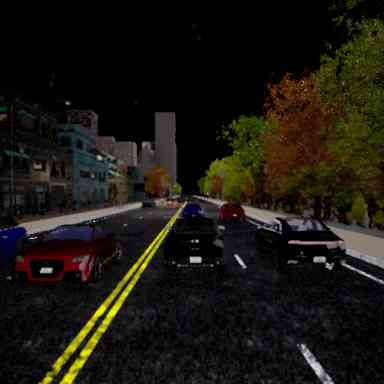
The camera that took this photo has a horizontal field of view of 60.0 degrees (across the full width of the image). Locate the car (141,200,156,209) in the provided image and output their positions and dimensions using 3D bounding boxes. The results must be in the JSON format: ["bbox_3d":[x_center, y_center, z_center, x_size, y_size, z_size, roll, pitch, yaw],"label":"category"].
[{"bbox_3d":[-6.605,1.896,51.541,2.033,1.411,5.357,0,0,0],"label":"car"}]

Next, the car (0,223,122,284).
[{"bbox_3d":[-3.358,1.630,9.674,1.994,1.385,4.181,0,0,0],"label":"car"}]

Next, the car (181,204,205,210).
[{"bbox_3d":[0.081,1.715,27.912,1.812,1.442,4.674,0,0,0],"label":"car"}]

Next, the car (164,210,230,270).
[{"bbox_3d":[0.092,1.582,11.306,1.837,1.490,4.892,0,0,0],"label":"car"}]

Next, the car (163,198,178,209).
[{"bbox_3d":[-3.358,1.709,52.593,2.097,1.767,4.553,0,0,0],"label":"car"}]

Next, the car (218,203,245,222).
[{"bbox_3d":[3.331,1.671,28.454,1.882,1.535,5.008,0,0,0],"label":"car"}]

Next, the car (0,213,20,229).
[{"bbox_3d":[-6.606,1.417,9.482,2.097,1.767,4.553,0,0,0],"label":"car"}]

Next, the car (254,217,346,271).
[{"bbox_3d":[3.342,1.568,11.127,2.128,1.511,4.902,0,0,0],"label":"car"}]
